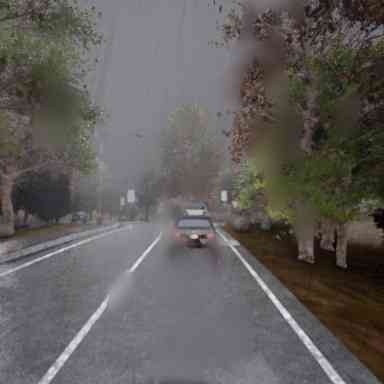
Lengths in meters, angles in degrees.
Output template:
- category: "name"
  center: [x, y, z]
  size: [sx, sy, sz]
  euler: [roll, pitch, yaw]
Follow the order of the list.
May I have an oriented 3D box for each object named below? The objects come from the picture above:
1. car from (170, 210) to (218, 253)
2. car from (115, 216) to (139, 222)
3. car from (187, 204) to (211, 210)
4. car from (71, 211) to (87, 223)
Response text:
- category: "car"
  center: [0.081, 1.674, 14.160]
  size: [2.033, 1.411, 5.357]
  euler: [0, -1, 0]
- category: "car"
  center: [-14.197, 5.900, 73.192]
  size: [5.357, 1.411, 2.033]
  euler: [2, -5, -42]
- category: "car"
  center: [0.638, 2.246, 32.682]
  size: [2.150, 2.045, 5.566]
  euler: [-1, -4, 6]
- category: "car"
  center: [-19.023, 4.243, 56.210]
  size: [2.150, 2.045, 5.566]
  euler: [1, -5, -14]
